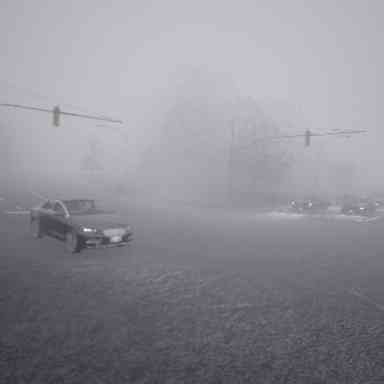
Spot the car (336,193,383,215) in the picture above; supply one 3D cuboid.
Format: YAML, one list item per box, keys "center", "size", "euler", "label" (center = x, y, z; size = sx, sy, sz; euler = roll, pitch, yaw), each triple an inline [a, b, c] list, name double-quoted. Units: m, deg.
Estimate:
- center: [14.478, 1.125, 28.608]
  size: [2.033, 1.411, 5.357]
  euler: [4, 3, 40]
  label: "car"

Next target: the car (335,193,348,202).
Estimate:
- center: [18.110, 0.804, 38.360]
  size: [1.895, 1.301, 4.718]
  euler: [4, 4, 40]
  label: "car"

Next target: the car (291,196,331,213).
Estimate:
- center: [10.573, 1.036, 29.434]
  size: [1.895, 1.301, 4.718]
  euler: [4, 3, 41]
  label: "car"

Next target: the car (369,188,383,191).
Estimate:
- center: [27.509, 0.174, 49.411]
  size: [1.994, 1.385, 4.181]
  euler: [4, 5, 40]
  label: "car"

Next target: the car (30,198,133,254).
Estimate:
- center: [-3.894, 0.976, 11.322]
  size: [2.128, 1.511, 4.902]
  euler: [0, 2, -45]
  label: "car"

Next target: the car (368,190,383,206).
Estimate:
- center: [21.106, 0.899, 36.491]
  size: [2.033, 1.411, 5.357]
  euler: [4, 4, 40]
  label: "car"
